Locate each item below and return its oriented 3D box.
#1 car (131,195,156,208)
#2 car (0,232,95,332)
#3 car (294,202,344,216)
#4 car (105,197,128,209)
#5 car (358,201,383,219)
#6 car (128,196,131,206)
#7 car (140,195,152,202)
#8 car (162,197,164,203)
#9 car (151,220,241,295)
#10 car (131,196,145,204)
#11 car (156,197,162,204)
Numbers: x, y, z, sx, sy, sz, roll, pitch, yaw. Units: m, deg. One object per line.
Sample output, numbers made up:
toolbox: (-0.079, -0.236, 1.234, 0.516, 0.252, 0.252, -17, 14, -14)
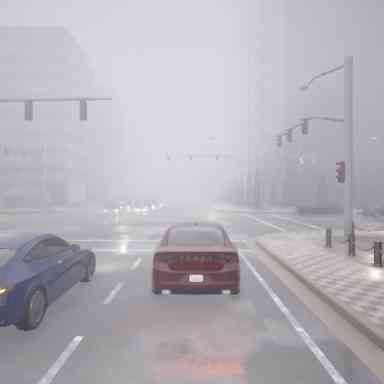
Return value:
car: (-7.013, 1.491, 48.626, 2.128, 1.511, 4.902, 0, 0, 0)
car: (-3.417, 1.526, 6.703, 1.812, 1.442, 4.674, 0, 0, 0)
car: (12.036, 1.545, 30.908, 4.718, 1.301, 1.895, 0, 0, 1)
car: (-10.520, 1.505, 45.539, 1.837, 1.490, 4.892, 0, 0, 0)
car: (16.327, 1.436, 27.364, 4.902, 1.511, 2.128, 0, 0, 0)
car: (-10.494, 1.491, 54.767, 2.128, 1.511, 4.902, 0, 0, 0)
car: (-10.371, 1.478, 75.152, 1.882, 1.535, 5.008, 0, 0, 0)
car: (-6.889, 1.601, 68.224, 1.895, 1.301, 4.718, 0, 0, 0)
car: (0.096, 1.478, 8.784, 1.882, 1.535, 5.008, 0, 0, 0)
car: (-10.425, 1.564, 64.765, 1.994, 1.385, 4.181, 0, 0, 1)
car: (-6.979, 1.491, 57.933, 2.128, 1.511, 4.902, 0, 0, 0)
